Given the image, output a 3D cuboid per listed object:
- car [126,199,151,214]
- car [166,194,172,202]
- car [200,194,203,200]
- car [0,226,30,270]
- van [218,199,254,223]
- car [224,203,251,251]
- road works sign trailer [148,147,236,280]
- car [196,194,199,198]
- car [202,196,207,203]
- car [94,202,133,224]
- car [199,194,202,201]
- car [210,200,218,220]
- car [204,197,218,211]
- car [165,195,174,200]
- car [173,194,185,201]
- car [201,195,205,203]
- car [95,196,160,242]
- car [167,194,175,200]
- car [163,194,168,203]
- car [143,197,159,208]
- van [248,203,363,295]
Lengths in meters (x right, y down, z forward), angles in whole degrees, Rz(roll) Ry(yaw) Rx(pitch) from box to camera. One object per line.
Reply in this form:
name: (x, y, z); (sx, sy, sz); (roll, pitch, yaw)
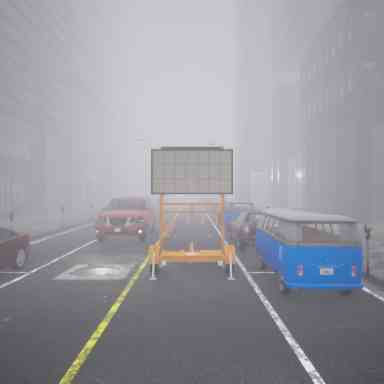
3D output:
car: (-5.842, 1.540, 36.575); (2.008, 1.369, 4.403); (1, 0, 0)
car: (-5.835, 1.388, 70.322); (1.967, 1.590, 4.097); (1, 0, 0)
car: (2.687, 1.517, 53.453); (1.887, 1.381, 4.507); (1, 0, 0)
car: (-5.848, 1.545, 8.453); (1.887, 1.381, 4.507); (1, 0, 0)
van: (2.682, 1.339, 19.705); (1.690, 1.788, 3.998); (1, 0, 0)
car: (2.680, 1.440, 14.080); (1.967, 1.590, 4.097); (1, 0, 0)
road works sign trailer: (0.003, 0.465, 9.916); (2.380, 3.560, 2.880); (0, 0, 0)
car: (2.691, 1.473, 81.577); (1.887, 1.381, 4.507); (1, 0, 0)
car: (2.684, 1.529, 42.204); (1.887, 1.381, 4.507); (1, 0, 0)
car: (-5.844, 1.540, 25.327); (1.887, 1.381, 4.507); (1, 0, 0)
car: (2.687, 1.510, 59.078); (1.887, 1.381, 4.507); (1, 0, 0)
car: (2.681, 1.546, 25.330); (2.008, 1.369, 4.403); (1, 0, 0)
car: (2.683, 1.540, 36.579); (2.008, 1.369, 4.403); (1, 0, 0)
car: (-5.834, 1.485, 87.196); (1.947, 1.339, 4.313); (1, 0, 0)
car: (-2.987, 1.153, 81.440); (2.150, 2.045, 5.566); (0, 0, 0)
car: (2.685, 1.524, 47.828); (1.887, 1.381, 4.507); (1, 0, 0)
car: (-3.096, 1.221, 16.588); (2.150, 2.045, 5.566); (0, 0, 0)
car: (-5.831, 1.349, 92.820); (1.967, 1.590, 4.097); (1, 0, 0)
car: (-5.839, 1.547, 59.074); (1.802, 1.307, 4.206); (1, 0, 0)
car: (-5.840, 1.504, 47.654); (1.752, 1.417, 4.829); (1, 0, 0)
van: (2.680, 1.342, 8.455); (1.690, 1.788, 3.998); (1, 0, 0)
